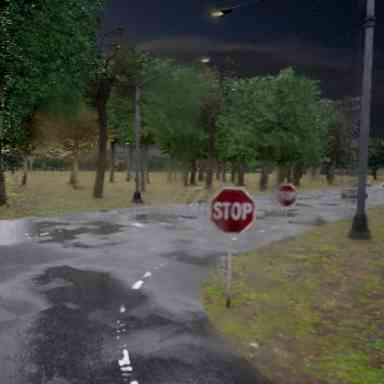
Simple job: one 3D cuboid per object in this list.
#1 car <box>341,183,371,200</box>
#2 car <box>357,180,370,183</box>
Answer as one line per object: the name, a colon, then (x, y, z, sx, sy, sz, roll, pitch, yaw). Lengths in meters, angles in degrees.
car: (17.865, 0.100, 36.555, 2.128, 1.511, 4.902, 4, 4, 39)
car: (36.438, -1.851, 70.653, 2.097, 1.767, 4.553, 4, 5, 39)
